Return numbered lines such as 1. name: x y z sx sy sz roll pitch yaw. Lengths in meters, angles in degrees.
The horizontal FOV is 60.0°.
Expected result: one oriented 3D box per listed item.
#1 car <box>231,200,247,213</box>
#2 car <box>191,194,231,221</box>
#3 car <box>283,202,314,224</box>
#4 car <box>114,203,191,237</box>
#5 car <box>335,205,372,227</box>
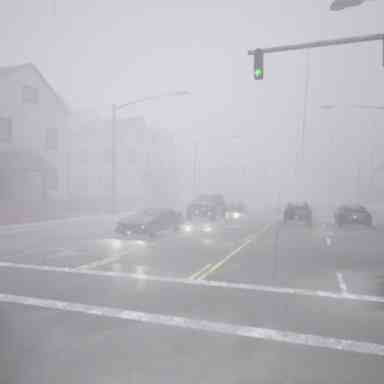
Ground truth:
1. car: 4.766 1.531 36.930 1.994 1.385 4.181 0 0 21
2. car: 1.312 1.197 27.569 2.150 2.045 5.566 0 0 20
3. car: 7.806 1.469 24.398 2.128 1.511 4.902 0 0 20
4. car: -2.080 1.531 18.232 2.033 1.411 5.357 0 0 20
5. car: 10.963 1.543 22.830 1.994 1.385 4.181 0 0 20
